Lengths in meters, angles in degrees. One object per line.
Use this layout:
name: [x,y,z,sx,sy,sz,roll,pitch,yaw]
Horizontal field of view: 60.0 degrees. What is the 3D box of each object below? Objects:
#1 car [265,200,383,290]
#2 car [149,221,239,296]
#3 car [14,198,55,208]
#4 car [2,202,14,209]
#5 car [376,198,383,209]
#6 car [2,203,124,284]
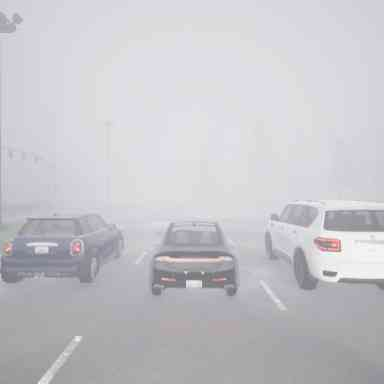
car: [3.559,1.222,9.182,2.150,2.045,5.566,0,0,0]
car: [0.058,1.492,8.607,2.128,1.511,4.902,0,0,0]
car: [-18.235,1.492,38.297,4.902,1.511,2.128,0,0,-15]
car: [-21.308,1.506,33.759,4.892,1.490,1.837,0,-1,-17]
car: [27.485,1.505,44.360,4.892,1.490,1.837,0,0,0]
car: [-3.435,1.351,9.767,2.097,1.767,4.553,0,0,0]
